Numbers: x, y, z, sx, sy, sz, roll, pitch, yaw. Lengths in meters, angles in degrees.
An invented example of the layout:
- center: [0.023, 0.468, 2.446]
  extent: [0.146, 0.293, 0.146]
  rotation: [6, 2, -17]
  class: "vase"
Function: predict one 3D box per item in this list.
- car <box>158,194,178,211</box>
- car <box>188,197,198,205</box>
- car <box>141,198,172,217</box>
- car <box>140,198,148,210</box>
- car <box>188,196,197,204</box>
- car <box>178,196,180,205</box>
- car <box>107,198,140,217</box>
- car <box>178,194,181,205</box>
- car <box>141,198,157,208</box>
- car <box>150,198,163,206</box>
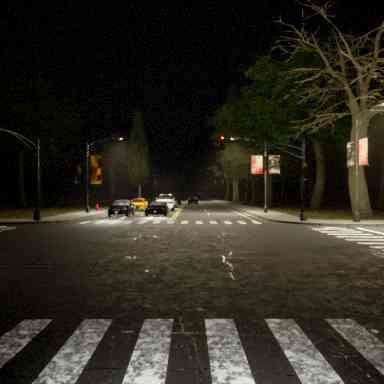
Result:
- center: [-3.291, 1.266, 41.565]
  extent: [2.150, 2.045, 5.566]
  rotation: [0, 0, 0]
  class: "car"
- center: [0.174, 1.672, 62.284]
  extent: [2.128, 1.511, 4.902]
  rotation: [0, -1, 0]
  class: "car"
- center: [-3.296, 1.582, 31.790]
  extent: [1.994, 1.385, 4.181]
  rotation: [0, 0, 1]
  class: "car"
- center: [-6.541, 1.520, 41.022]
  extent: [1.882, 1.535, 5.008]
  rotation: [0, 0, 0]
  class: "car"
- center: [0.135, 1.740, 72.650]
  extent: [1.882, 1.535, 5.008]
  rotation: [0, 0, 0]
  class: "car"
- center: [-3.280, 1.702, 51.812]
  extent: [1.895, 1.301, 4.718]
  rotation: [0, 0, 0]
  class: "car"
- center: [-6.556, 1.510, 31.267]
  extent: [2.128, 1.511, 4.902]
  rotation: [0, 0, 0]
  class: "car"
- center: [-3.221, 1.404, 62.425]
  extent: [2.150, 2.045, 5.566]
  rotation: [0, 0, 1]
  class: "car"
- center: [-6.534, 1.660, 51.110]
  extent: [1.994, 1.385, 4.181]
  rotation: [0, 0, -1]
  class: "car"
- center: [-6.484, 1.774, 61.168]
  extent: [1.895, 1.301, 4.718]
  rotation: [0, 0, 0]
  class: "car"
